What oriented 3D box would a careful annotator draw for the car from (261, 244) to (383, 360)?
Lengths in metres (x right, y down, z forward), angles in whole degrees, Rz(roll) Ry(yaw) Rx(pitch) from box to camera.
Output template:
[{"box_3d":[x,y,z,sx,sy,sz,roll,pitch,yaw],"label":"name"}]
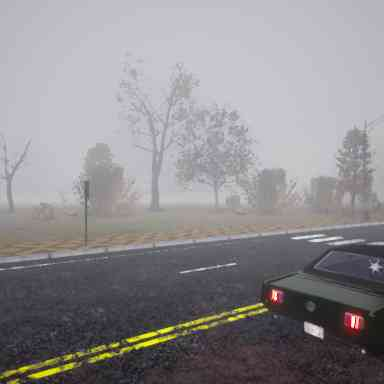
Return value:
[{"box_3d":[3.494,1.599,5.794,4.718,1.301,1.895,0,0,-35],"label":"car"}]
